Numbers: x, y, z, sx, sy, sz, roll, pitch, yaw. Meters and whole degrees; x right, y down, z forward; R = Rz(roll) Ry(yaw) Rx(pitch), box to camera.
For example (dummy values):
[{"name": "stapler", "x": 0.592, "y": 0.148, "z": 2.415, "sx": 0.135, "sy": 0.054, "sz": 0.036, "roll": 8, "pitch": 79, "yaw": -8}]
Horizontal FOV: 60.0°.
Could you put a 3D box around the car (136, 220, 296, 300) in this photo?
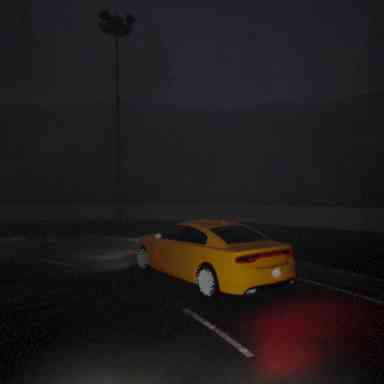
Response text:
[{"name": "car", "x": 0.265, "y": 1.456, "z": 8.577, "sx": 1.882, "sy": 1.535, "sz": 5.008, "roll": 0, "pitch": 0, "yaw": -34}]
